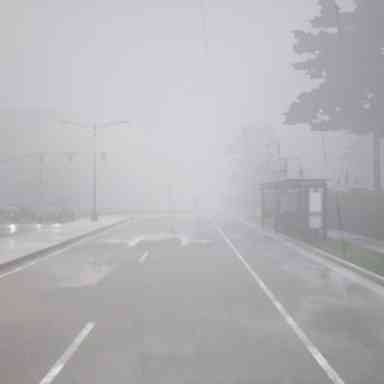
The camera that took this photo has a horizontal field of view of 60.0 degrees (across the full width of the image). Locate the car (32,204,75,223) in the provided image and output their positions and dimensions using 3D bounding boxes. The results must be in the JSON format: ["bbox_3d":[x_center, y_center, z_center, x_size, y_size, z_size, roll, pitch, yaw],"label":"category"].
[{"bbox_3d":[-11.498,1.796,28.472,1.812,1.442,4.674,0,-1,0],"label":"car"}]

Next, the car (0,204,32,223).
[{"bbox_3d":[-14.998,1.796,28.473,1.812,1.442,4.674,0,-1,0],"label":"car"}]
